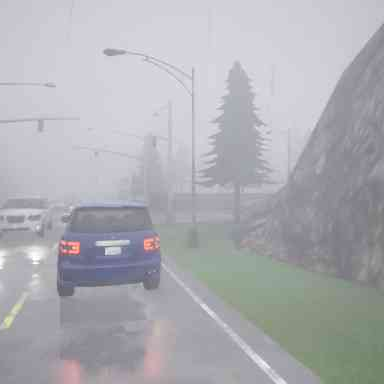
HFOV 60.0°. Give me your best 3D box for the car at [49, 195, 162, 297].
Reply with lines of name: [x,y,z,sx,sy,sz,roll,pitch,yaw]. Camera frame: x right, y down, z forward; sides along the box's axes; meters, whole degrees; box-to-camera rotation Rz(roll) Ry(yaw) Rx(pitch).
car: [-2.280,1.221,8.946,2.150,2.045,5.566,0,0,-17]

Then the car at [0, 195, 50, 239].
car: [-8.835,1.221,17.815,2.150,2.045,5.566,0,0,-17]

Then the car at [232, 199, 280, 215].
car: [6.403,1.505,33.334,4.892,1.490,1.837,0,0,-18]

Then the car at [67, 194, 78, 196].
car: [-19.552,1.492,52.700,2.128,1.511,4.902,0,0,-17]

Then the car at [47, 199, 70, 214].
car: [-14.860,1.526,37.177,1.812,1.442,4.674,0,0,-15]

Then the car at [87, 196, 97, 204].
car: [-19.446,1.526,64.551,1.812,1.442,4.674,0,0,-17]
